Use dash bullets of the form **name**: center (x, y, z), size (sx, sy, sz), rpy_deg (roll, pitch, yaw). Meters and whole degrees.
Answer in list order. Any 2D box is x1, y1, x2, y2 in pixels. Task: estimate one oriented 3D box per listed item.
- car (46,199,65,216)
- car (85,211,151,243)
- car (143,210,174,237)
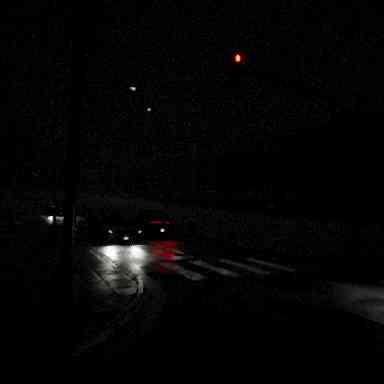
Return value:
- **car**: center (-14.322, 1.609, 35.766), size (2.097, 1.767, 4.553), rpy_deg (4, -2, -29)
- **car**: center (-4.254, 1.730, 17.439), size (2.033, 1.411, 5.357), rpy_deg (4, -2, -29)
- **car**: center (-2.740, 1.886, 20.377), size (1.837, 1.490, 4.892), rpy_deg (4, -3, -28)
